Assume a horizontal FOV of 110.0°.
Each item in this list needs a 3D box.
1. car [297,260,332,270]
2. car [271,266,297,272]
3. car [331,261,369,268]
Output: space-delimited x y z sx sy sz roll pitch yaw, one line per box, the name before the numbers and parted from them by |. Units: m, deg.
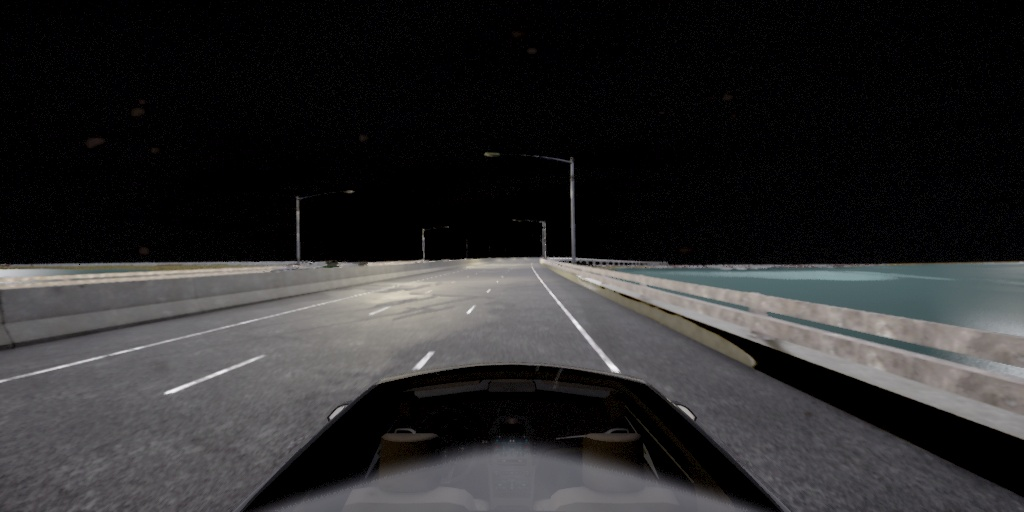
car | -20.143 1.272 38.062 2.097 1.767 4.553 -1 0 2
car | -23.640 1.737 37.991 1.994 1.385 4.181 -1 0 2
car | -16.641 1.470 37.946 2.097 1.767 4.553 -1 0 2
